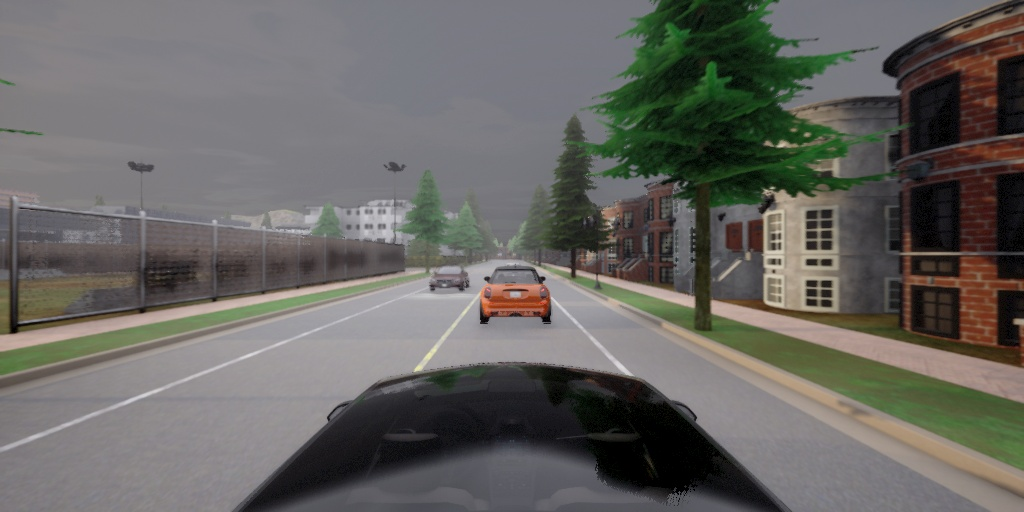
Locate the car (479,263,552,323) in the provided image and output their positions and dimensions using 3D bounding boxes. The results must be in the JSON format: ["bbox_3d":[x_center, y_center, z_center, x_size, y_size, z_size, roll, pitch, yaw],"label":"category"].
[{"bbox_3d":[0.100,1.103,12.192,2.097,1.767,4.553,0,0,0],"label":"car"}]

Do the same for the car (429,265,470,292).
[{"bbox_3d":[-3.585,1.277,21.329,1.812,1.442,4.674,0,0,0],"label":"car"}]
